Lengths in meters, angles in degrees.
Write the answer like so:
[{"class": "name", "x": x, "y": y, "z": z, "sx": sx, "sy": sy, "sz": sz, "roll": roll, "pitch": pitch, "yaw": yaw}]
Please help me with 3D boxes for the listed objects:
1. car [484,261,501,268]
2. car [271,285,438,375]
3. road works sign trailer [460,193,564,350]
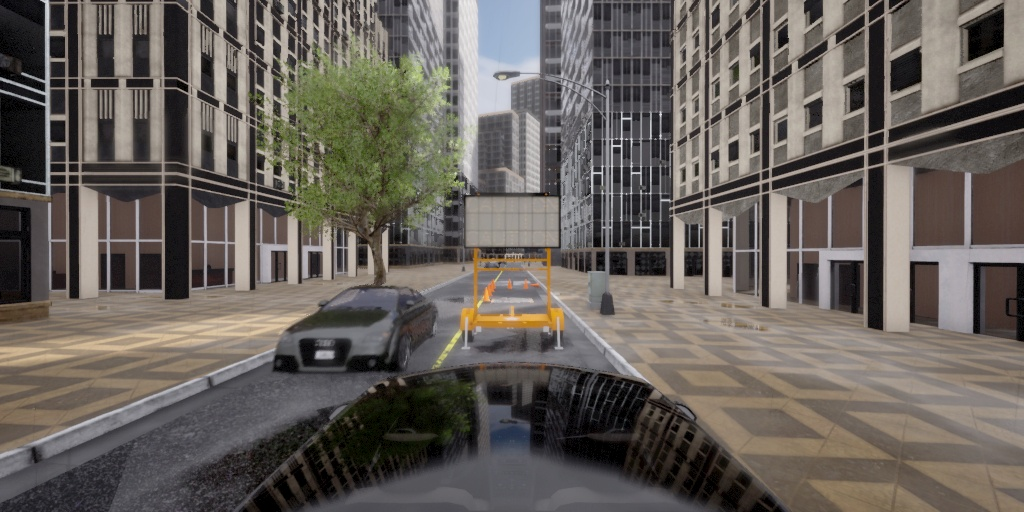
[{"class": "car", "x": -2.794, "y": 1.319, "z": 49.615, "sx": 1.812, "sy": 1.442, "sz": 4.674, "roll": 0, "pitch": 0, "yaw": 0}, {"class": "car", "x": -2.841, "y": 1.313, "z": 7.436, "sx": 1.994, "sy": 1.385, "sz": 4.181, "roll": 0, "pitch": 0, "yaw": 0}, {"class": "road works sign trailer", "x": 0.010, "y": 0.214, "z": 9.080, "sx": 2.380, "sy": 3.560, "sz": 2.880, "roll": 0, "pitch": 0, "yaw": 0}]
